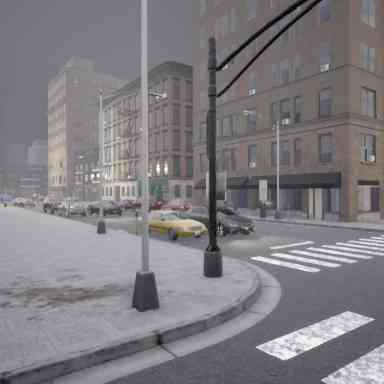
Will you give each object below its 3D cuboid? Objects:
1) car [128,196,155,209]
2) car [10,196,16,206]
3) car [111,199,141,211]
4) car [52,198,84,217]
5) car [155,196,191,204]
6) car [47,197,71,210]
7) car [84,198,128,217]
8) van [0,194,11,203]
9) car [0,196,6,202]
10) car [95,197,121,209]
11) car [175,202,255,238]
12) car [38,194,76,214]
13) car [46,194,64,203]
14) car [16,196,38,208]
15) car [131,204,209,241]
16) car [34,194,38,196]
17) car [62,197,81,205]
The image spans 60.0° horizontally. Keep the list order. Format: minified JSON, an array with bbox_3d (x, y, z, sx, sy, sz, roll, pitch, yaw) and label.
[{"bbox_3d":[-4.710,1.290,35.742,2.192,1.841,5.009,0,0,-36],"label":"car"},{"bbox_3d":[-27.707,1.535,53.836,1.752,1.417,4.829,0,0,-36],"label":"car"},{"bbox_3d":[-8.028,1.540,40.330,1.947,1.339,4.313,0,0,-36],"label":"car"},{"bbox_3d":[-11.211,1.565,31.039,2.008,1.369,4.403,0,0,-36],"label":"car"},{"bbox_3d":[-1.390,1.416,31.155,1.967,1.590,4.097,0,0,-36],"label":"car"},{"bbox_3d":[-17.925,1.506,44.782,1.837,1.490,4.892,0,0,-35],"label":"car"},{"bbox_3d":[-8.173,1.480,31.176,1.882,1.535,5.008,0,0,-36],"label":"car"},{"bbox_3d":[-37.765,1.349,67.734,1.690,1.788,3.998,0,0,-36],"label":"van"},{"bbox_3d":[-44.402,1.558,76.908,2.008,1.369,4.403,0,0,-36],"label":"car"},{"bbox_3d":[-11.447,1.498,45.054,1.752,1.417,4.829,0,0,-36],"label":"car"},{"bbox_3d":[1.266,1.509,18.119,1.837,1.490,4.892,0,0,-35],"label":"car"},{"bbox_3d":[-14.531,1.328,35.625,2.192,1.841,5.009,0,0,-36],"label":"car"},{"bbox_3d":[-27.944,1.284,67.850,2.192,1.841,5.009,0,0,-36],"label":"car"},{"bbox_3d":[-24.488,1.592,49.387,1.802,1.307,4.206,0,0,-36],"label":"car"},{"bbox_3d":[-1.154,1.543,17.140,1.752,1.417,4.829,0,0,-36],"label":"car"},{"bbox_3d":[-34.582,1.534,77.025,1.947,1.339,4.313,0,0,-36],"label":"car"},{"bbox_3d":[-21.305,1.521,58.678,2.008,1.369,4.403,0,0,-36],"label":"car"}]
